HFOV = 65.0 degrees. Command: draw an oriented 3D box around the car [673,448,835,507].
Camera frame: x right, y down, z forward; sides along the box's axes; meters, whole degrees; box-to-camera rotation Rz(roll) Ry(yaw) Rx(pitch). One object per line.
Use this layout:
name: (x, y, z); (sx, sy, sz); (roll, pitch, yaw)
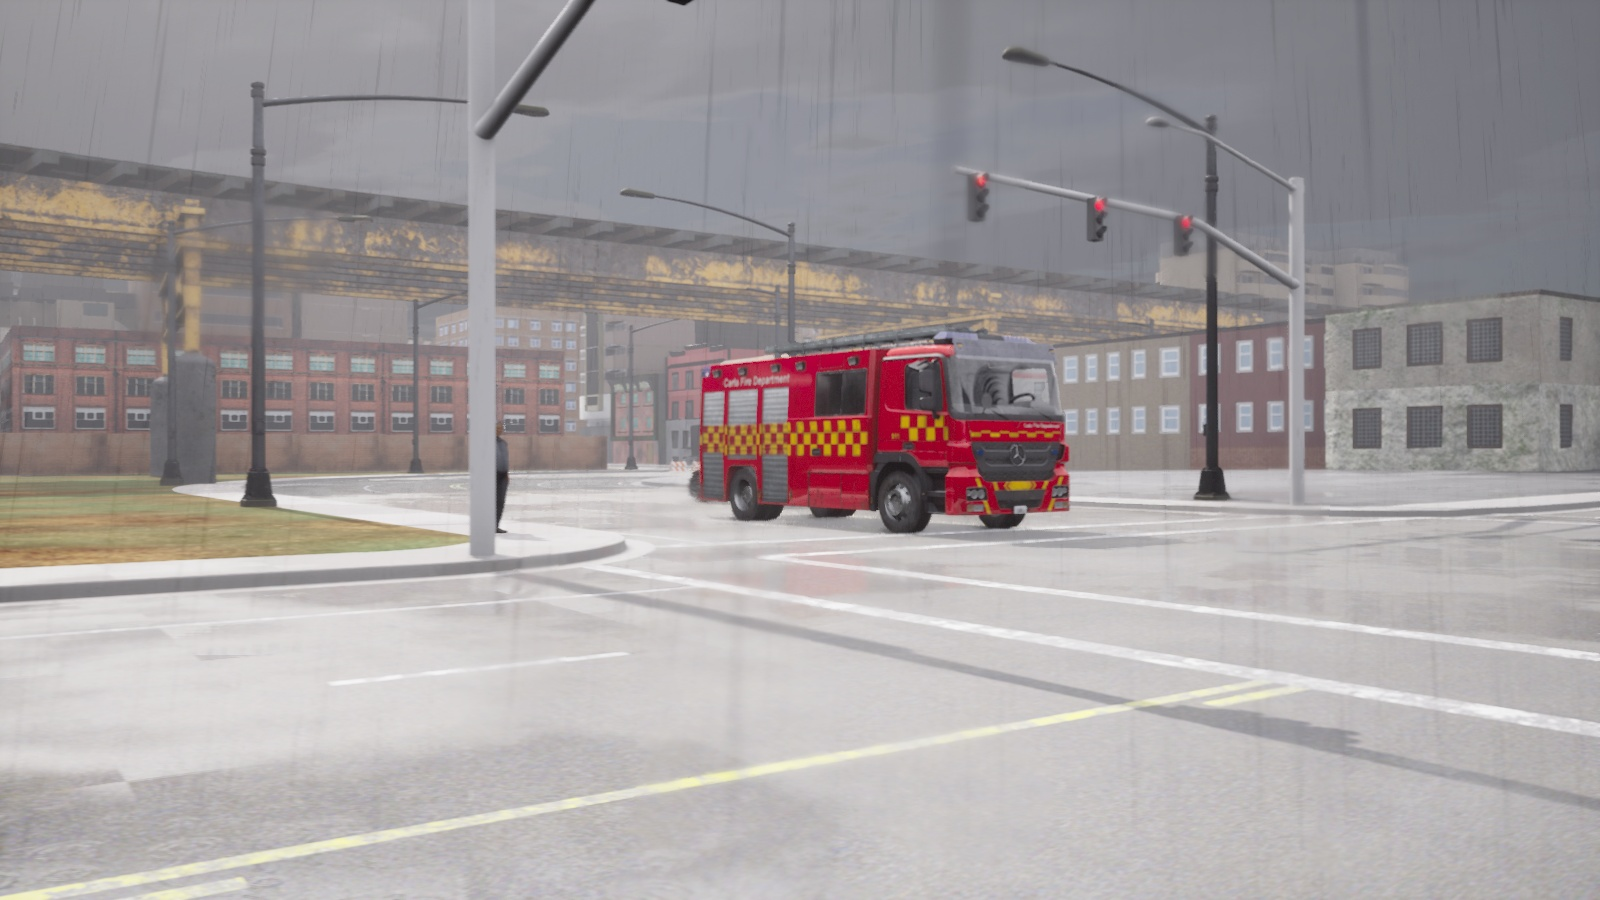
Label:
car: (-1.371, 0.712, 34.814); (2.128, 1.511, 4.902); (0, 0, -36)

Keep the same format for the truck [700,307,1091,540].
truck: (1.489, -0.425, 24.862); (2.891, 3.827, 8.468); (0, 0, -36)

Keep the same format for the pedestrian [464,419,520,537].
pedestrian: (-4.926, 0.437, 20.108); (0.694, 1.848, 0.540); (0, 0, 36)
